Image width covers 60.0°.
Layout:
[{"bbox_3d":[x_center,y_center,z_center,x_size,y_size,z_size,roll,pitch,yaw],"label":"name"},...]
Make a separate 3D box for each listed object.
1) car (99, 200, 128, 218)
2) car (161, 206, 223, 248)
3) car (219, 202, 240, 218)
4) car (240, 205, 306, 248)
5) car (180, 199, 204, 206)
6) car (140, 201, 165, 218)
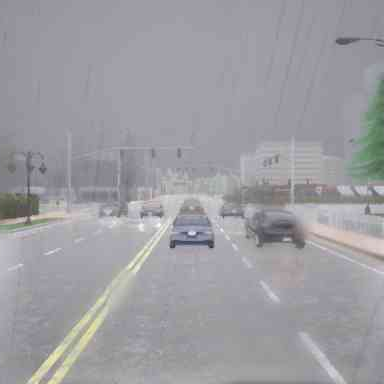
[{"bbox_3d":[-7.000,1.519,30.020,2.128,1.511,4.902,0,0,0],"label":"car"},{"bbox_3d":[0.000,1.562,14.650,2.033,1.411,5.357,0,0,0],"label":"car"},{"bbox_3d":[3.500,1.571,29.650,1.994,1.385,4.181,0,0,0],"label":"car"},{"bbox_3d":[3.500,1.515,14.650,1.837,1.490,4.892,0,0,0],"label":"car"},{"bbox_3d":[0.000,1.365,29.620,2.097,1.767,4.553,0,0,0],"label":"car"},{"bbox_3d":[-3.500,1.559,30.020,1.812,1.442,4.674,0,0,0],"label":"car"}]
